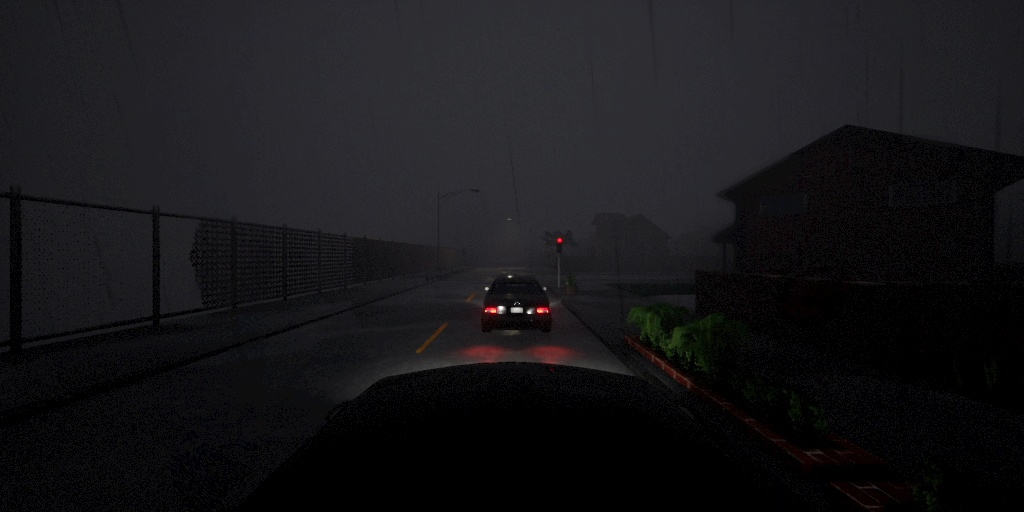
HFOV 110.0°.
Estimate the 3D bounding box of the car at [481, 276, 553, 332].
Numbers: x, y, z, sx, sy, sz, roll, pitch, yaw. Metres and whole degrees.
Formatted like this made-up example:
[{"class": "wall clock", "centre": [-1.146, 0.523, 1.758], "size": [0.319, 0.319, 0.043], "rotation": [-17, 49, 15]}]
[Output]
[{"class": "car", "centre": [0.116, 1.297, 10.780], "size": [2.033, 1.411, 5.357], "rotation": [0, 0, 0]}]
